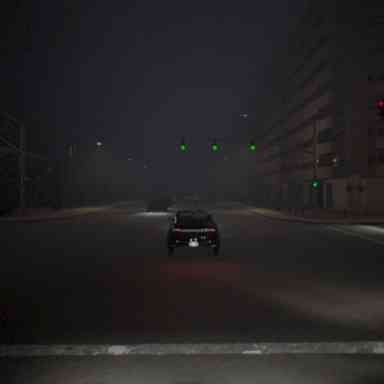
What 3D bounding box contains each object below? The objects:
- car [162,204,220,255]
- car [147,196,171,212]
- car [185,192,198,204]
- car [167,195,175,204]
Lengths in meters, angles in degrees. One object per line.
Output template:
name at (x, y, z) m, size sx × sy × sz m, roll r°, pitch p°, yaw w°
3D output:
car at (0.052, 1.475, 13.338) m, size 2.128 × 1.511 × 4.902 m, roll 0°, pitch 0°, yaw 0°
car at (-3.706, 1.436, 36.638) m, size 1.994 × 1.385 × 4.181 m, roll 0°, pitch 0°, yaw 0°
car at (-0.098, 1.016, 58.180) m, size 2.150 × 2.045 × 5.566 m, roll 0°, pitch 0°, yaw 0°
car at (-3.722, 1.363, 46.469) m, size 1.812 × 1.442 × 4.674 m, roll 0°, pitch 0°, yaw 0°
